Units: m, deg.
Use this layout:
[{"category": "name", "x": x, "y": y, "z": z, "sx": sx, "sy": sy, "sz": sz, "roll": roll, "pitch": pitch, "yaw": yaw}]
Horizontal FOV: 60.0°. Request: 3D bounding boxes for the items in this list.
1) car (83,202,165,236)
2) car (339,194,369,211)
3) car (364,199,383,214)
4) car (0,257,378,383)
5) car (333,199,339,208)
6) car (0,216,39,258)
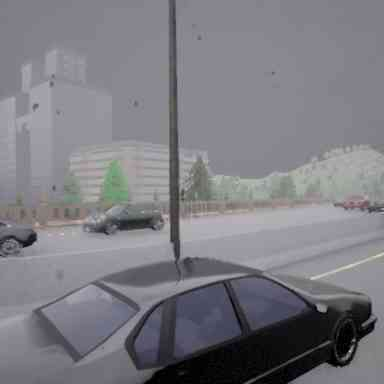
[{"category": "car", "x": -3.856, "y": 1.426, "z": 19.149, "sx": 4.553, "sy": 1.767, "sz": 2.097, "roll": 0, "pitch": 0, "yaw": -42}, {"category": "car", "x": 20.701, "y": 1.289, "z": 41.606, "sx": 2.150, "sy": 2.045, "sz": 5.566, "roll": -1, "pitch": 0, "yaw": 40}, {"category": "car", "x": 20.182, "y": 1.645, "z": 35.464, "sx": 1.895, "sy": 1.301, "sz": 4.718, "roll": -1, "pitch": 0, "yaw": 39}, {"category": "car", "x": 0.132, "y": 1.558, "z": 3.985, "sx": 5.357, "sy": 1.411, "sz": 2.033, "roll": 0, "pitch": 0, "yaw": -37}, {"category": "car", "x": 22.562, "y": 1.571, "z": 49.359, "sx": 1.882, "sy": 1.535, "sz": 5.008, "roll": -1, "pitch": 0, "yaw": 40}, {"category": "car", "x": -7.935, "y": 1.547, "z": 11.363, "sx": 4.902, "sy": 1.511, "sz": 2.128, "roll": 0, "pitch": 0, "yaw": -37}]
